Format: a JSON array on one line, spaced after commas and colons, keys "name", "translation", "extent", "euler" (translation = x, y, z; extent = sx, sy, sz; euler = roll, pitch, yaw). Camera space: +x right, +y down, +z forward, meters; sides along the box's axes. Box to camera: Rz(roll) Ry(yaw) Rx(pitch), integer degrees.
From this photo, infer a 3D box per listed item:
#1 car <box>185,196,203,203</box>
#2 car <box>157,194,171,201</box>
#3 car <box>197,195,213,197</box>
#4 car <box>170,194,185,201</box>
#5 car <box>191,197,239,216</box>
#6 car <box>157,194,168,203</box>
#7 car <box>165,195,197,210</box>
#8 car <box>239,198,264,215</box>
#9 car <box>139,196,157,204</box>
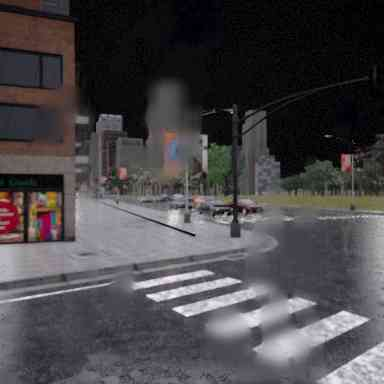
[{"name": "car", "translation": [0.294, 1.378, 64.082], "extent": [1.895, 1.301, 4.718], "euler": [0, 0, -20]}, {"name": "car", "translation": [-6.202, 1.173, 72.270], "extent": [1.837, 1.490, 4.892], "euler": [0, 0, -20]}, {"name": "car", "translation": [1.894, 1.211, 40.738], "extent": [2.097, 1.767, 4.553], "euler": [0, 0, -20]}, {"name": "car", "translation": [-3.154, 1.137, 73.397], "extent": [1.882, 1.535, 5.008], "euler": [0, 0, -20]}, {"name": "car", "translation": [1.991, 1.442, 31.111], "extent": [2.033, 1.411, 5.357], "euler": [0, 0, -20]}, {"name": "car", "translation": [-5.850, 1.353, 61.831], "extent": [2.033, 1.411, 5.357], "euler": [0, 0, -20]}, {"name": "car", "translation": [-1.414, 1.434, 40.318], "extent": [1.994, 1.385, 4.181], "euler": [0, 0, -20]}, {"name": "car", "translation": [5.063, 1.358, 32.250], "extent": [1.882, 1.535, 5.008], "euler": [0, 0, -21]}, {"name": "car", "translation": [-8.030, 1.390, 58.308], "extent": [1.994, 1.385, 4.181], "euler": [0, 0, -20]}]
